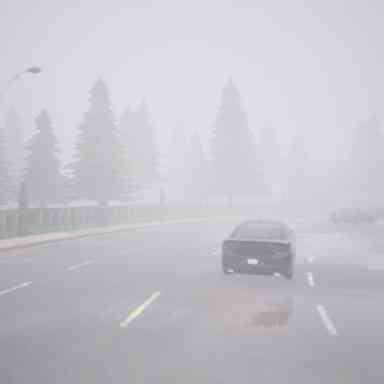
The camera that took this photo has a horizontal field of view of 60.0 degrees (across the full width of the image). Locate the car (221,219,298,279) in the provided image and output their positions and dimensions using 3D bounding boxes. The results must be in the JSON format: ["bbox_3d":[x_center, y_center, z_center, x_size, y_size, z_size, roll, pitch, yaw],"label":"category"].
[{"bbox_3d":[2.295,1.603,10.635,1.882,1.535,5.008,0,-1,18],"label":"car"}]

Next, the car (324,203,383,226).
[{"bbox_3d":[12.991,1.880,26.660,5.357,1.411,2.033,1,-1,-41],"label":"car"}]
